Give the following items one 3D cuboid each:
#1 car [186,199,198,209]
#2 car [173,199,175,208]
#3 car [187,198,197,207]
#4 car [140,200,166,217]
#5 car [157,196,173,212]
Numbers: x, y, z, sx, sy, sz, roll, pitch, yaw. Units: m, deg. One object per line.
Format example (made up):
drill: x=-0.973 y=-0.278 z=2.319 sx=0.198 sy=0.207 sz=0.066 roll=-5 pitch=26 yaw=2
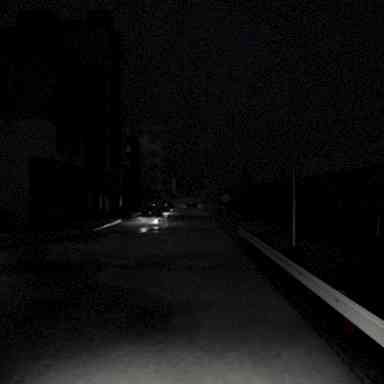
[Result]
car: x=-0.017 y=1.964 z=55.119 sx=2.128 sy=1.511 sz=4.902 roll=0 pitch=0 yaw=0
car: x=-4.051 y=1.691 z=54.841 sx=2.150 sy=2.045 sz=5.566 roll=0 pitch=0 yaw=0
car: x=-0.022 y=2.041 z=65.539 sx=1.882 sy=1.535 sz=5.008 roll=0 pitch=0 yaw=0
car: x=-4.105 y=1.860 z=34.533 sx=1.994 sy=1.385 sz=4.181 roll=0 pitch=0 yaw=0
car: x=-4.099 y=1.731 z=44.265 sx=2.097 sy=1.767 sz=4.553 roll=0 pitch=0 yaw=0
